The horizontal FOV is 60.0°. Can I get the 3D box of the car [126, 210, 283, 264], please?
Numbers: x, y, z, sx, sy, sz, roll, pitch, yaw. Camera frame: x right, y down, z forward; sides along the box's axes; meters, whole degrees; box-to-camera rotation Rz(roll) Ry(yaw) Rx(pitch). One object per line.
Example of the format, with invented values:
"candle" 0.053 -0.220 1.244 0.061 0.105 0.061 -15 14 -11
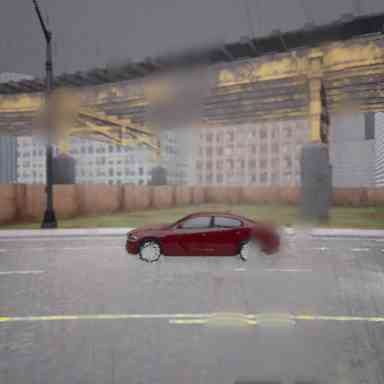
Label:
"car" 0.368 1.368 10.896 5.008 1.535 1.882 0 0 2
